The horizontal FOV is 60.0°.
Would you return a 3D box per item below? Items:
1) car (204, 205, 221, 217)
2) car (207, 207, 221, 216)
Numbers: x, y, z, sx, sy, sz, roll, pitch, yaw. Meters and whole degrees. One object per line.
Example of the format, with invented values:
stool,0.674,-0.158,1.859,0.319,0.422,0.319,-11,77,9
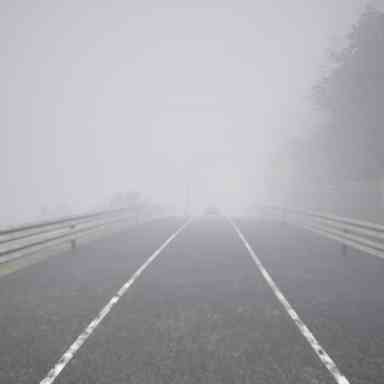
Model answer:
car,2.361,2.221,39.236,2.033,1.411,5.357,0,-3,5
car,3.404,2.961,50.614,1.895,1.301,4.718,0,-4,6
